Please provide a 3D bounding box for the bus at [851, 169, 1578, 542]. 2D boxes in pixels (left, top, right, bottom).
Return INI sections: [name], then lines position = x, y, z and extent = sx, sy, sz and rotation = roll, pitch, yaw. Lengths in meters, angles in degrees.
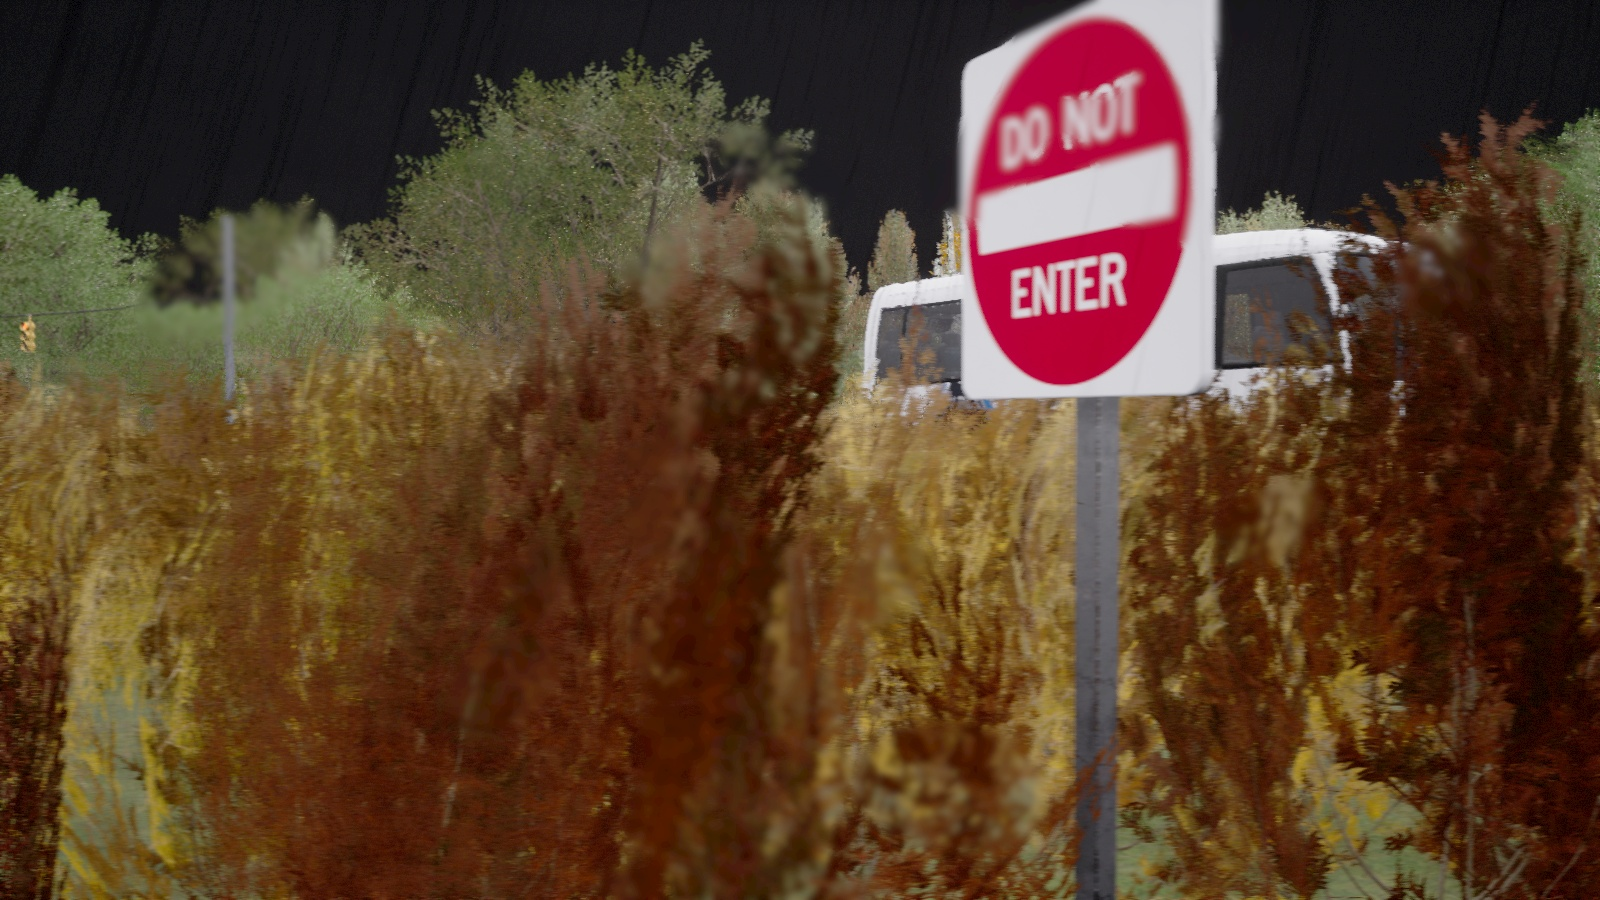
[bus]
position = 5.644, -1.109, 19.638
extent = 3.944, 4.253, 10.273
rotation = -3, 1, -37
